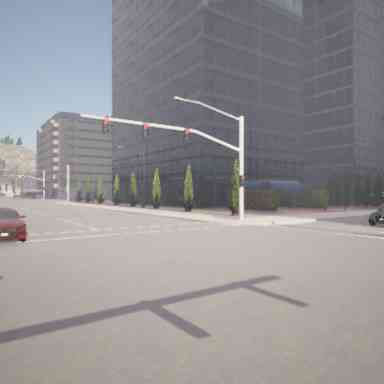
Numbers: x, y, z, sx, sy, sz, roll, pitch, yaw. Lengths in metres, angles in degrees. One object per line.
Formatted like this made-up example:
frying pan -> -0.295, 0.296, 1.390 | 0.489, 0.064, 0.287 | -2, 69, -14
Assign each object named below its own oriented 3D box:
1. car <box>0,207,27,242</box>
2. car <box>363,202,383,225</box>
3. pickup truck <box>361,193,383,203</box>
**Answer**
car -> -9.141, 1.483, 15.782 | 1.882, 1.535, 5.008 | 0, 0, -35
car -> 13.710, 1.563, 22.376 | 4.181, 1.385, 1.994 | 0, 0, -35
pickup truck -> 27.648, 1.056, 48.075 | 6.274, 2.098, 2.390 | 0, 0, -5
